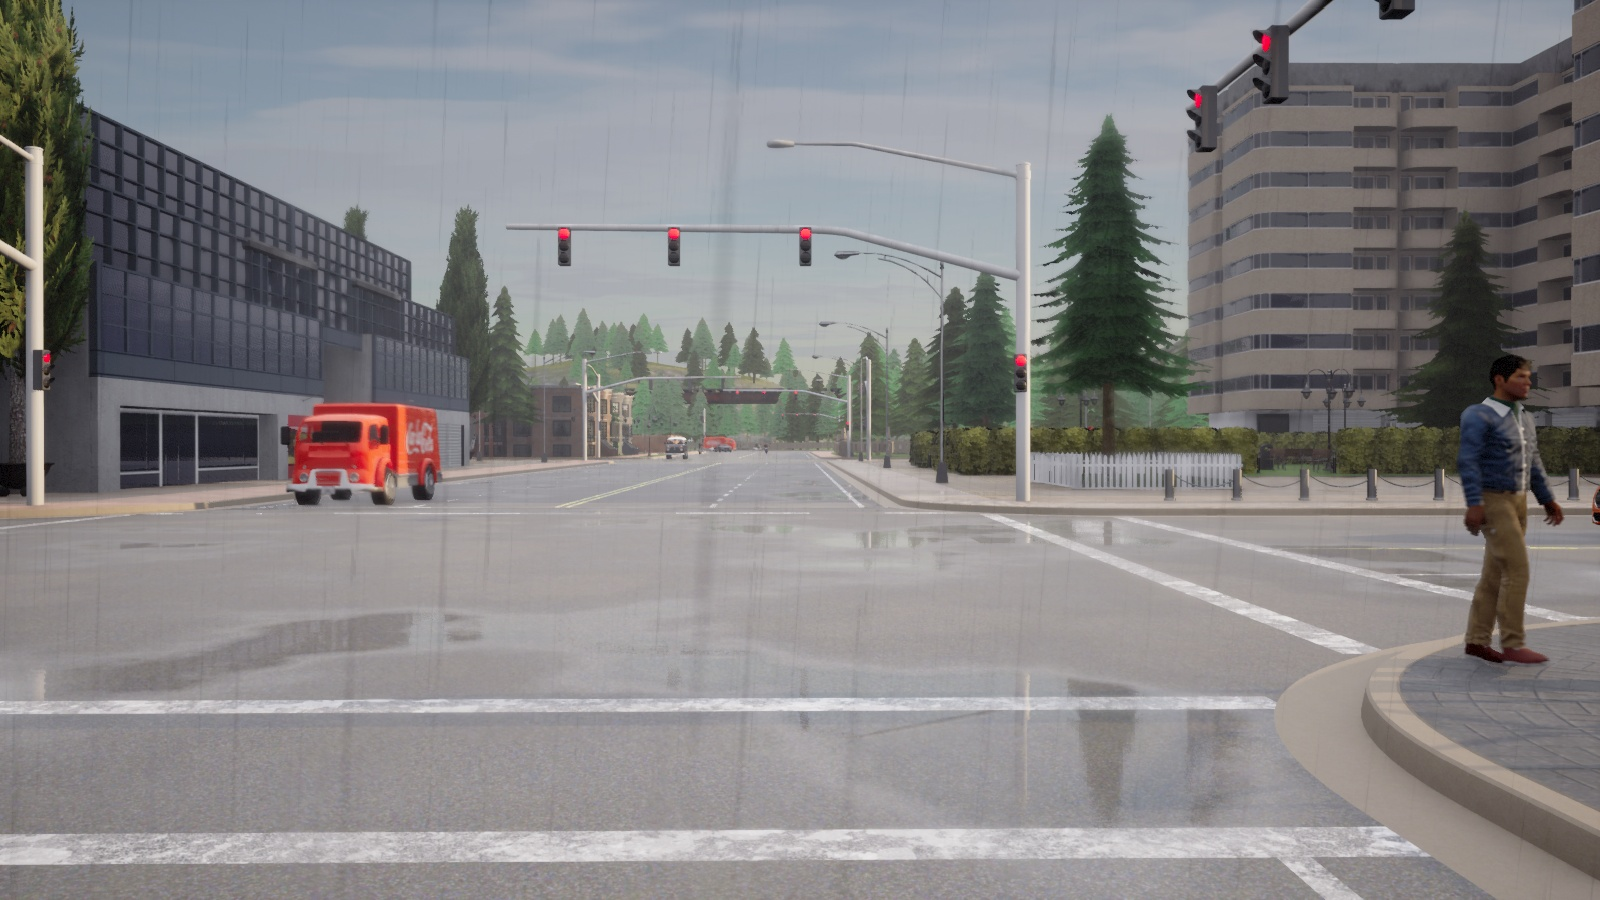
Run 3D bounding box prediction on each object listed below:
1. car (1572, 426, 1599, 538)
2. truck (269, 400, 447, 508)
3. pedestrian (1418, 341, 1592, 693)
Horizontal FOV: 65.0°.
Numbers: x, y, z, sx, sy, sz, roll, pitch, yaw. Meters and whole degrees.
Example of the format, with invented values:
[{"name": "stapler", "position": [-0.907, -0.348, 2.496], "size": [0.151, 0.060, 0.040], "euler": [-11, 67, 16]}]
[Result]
[{"name": "car", "position": [14.889, 0.507, 19.479], "size": [4.553, 1.767, 2.097], "euler": [0, 0, 0]}, {"name": "truck", "position": [-10.822, 0.075, 31.264], "size": [2.627, 2.467, 5.204], "euler": [0, 0, -1]}, {"name": "pedestrian", "position": [4.135, 0.367, 7.398], "size": [0.423, 1.949, 0.788], "euler": [0, 0, -27]}]
